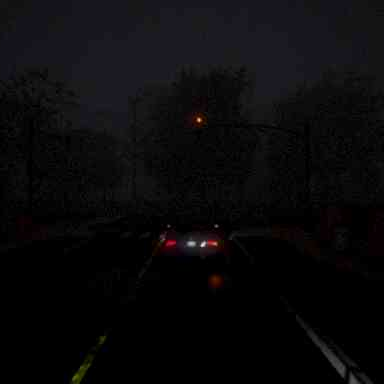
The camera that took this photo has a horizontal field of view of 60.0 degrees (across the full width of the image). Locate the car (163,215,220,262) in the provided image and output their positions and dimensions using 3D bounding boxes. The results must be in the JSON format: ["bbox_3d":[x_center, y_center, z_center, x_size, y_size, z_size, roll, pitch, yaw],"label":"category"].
[{"bbox_3d":[0.022,1.574,12.270,2.033,1.411,5.357,0,0,1],"label":"car"}]
